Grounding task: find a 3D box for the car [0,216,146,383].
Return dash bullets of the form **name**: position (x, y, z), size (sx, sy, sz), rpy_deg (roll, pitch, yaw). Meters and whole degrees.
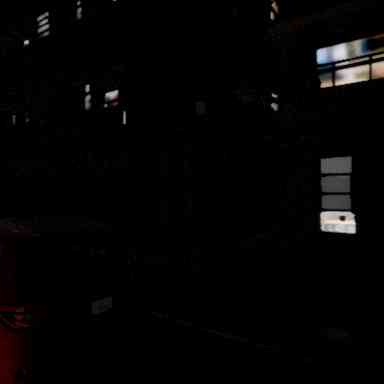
- **car**: position (-2.913, 1.277, 4.929), size (5.009, 1.841, 2.192), rpy_deg (1, 0, 35)
